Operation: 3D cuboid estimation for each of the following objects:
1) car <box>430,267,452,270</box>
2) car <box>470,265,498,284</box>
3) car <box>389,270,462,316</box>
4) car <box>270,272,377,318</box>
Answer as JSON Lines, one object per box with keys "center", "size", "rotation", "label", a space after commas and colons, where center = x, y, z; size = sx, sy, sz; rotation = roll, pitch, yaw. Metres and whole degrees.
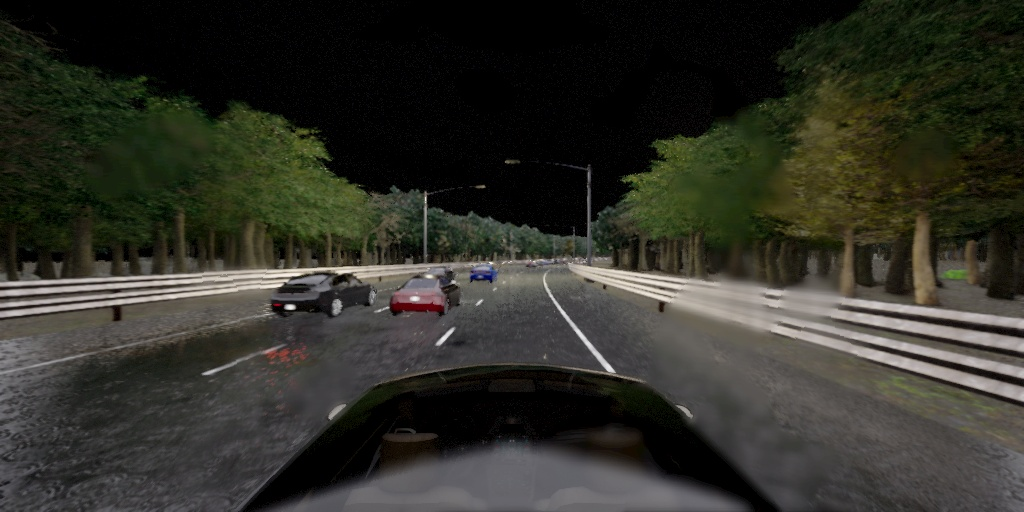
{"center": [-5.914, 1.572, 29.794], "size": [1.994, 1.385, 4.181], "rotation": [0, -1, 4], "label": "car"}
{"center": [-2.341, 1.509, 30.775], "size": [1.882, 1.535, 5.008], "rotation": [0, -1, 4], "label": "car"}
{"center": [-3.190, 1.423, 13.995], "size": [1.994, 1.385, 4.181], "rotation": [0, -1, 2], "label": "car"}
{"center": [-6.712, 1.345, 13.375], "size": [1.837, 1.490, 4.892], "rotation": [0, -1, 1], "label": "car"}
